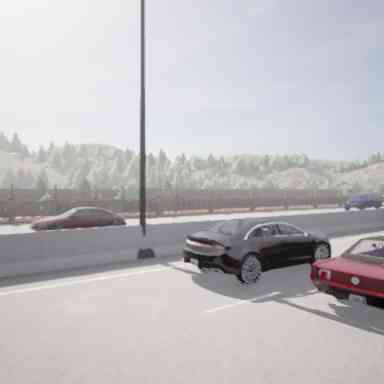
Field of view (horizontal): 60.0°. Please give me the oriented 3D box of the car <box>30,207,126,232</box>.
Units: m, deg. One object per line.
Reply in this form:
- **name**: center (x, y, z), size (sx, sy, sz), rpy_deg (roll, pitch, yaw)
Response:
- **car**: center (-5.713, 1.518, 17.098), size (4.674, 1.442, 1.812), rpy_deg (0, 0, -36)

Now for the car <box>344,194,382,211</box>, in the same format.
- **car**: center (20.794, 1.208, 40.251), size (5.566, 2.045, 2.150), rpy_deg (0, 0, -35)

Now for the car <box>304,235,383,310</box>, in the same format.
- **car**: center (4.709, 1.592, 7.107), size (4.718, 1.301, 1.895), rpy_deg (0, 0, -36)

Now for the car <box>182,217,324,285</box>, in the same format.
- **car**: center (2.030, 1.483, 9.496), size (4.902, 1.511, 2.128), rpy_deg (0, 0, -36)
